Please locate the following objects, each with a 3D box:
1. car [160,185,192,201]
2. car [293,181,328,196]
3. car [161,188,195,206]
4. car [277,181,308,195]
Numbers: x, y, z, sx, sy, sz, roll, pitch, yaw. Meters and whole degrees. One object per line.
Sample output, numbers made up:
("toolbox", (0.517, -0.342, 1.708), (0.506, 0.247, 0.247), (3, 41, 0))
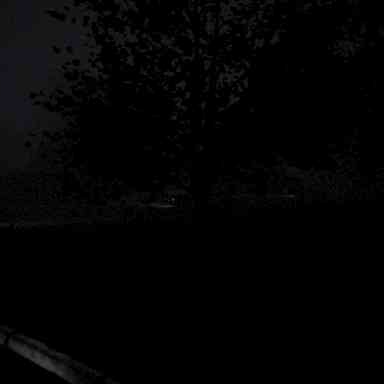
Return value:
("car", (-1.468, 0.212, 39.992), (5.566, 2.045, 2.150), (-3, 3, -34))
("car", (16.852, -0.306, 46.381), (4.674, 1.442, 1.812), (-3, 3, -25))
("car", (-0.478, 0.623, 36.413), (4.892, 1.490, 1.837), (-3, 3, -34))
("car", (15.347, -0.603, 49.535), (5.566, 2.045, 2.150), (-3, 2, -25))
